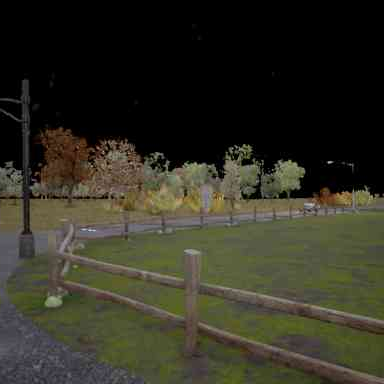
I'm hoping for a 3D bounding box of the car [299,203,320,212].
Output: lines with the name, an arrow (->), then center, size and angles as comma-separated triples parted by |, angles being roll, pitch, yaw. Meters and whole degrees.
car -> 18.813, 2.449, 53.015 | 2.033, 1.411, 5.357 | -1, -2, 40
